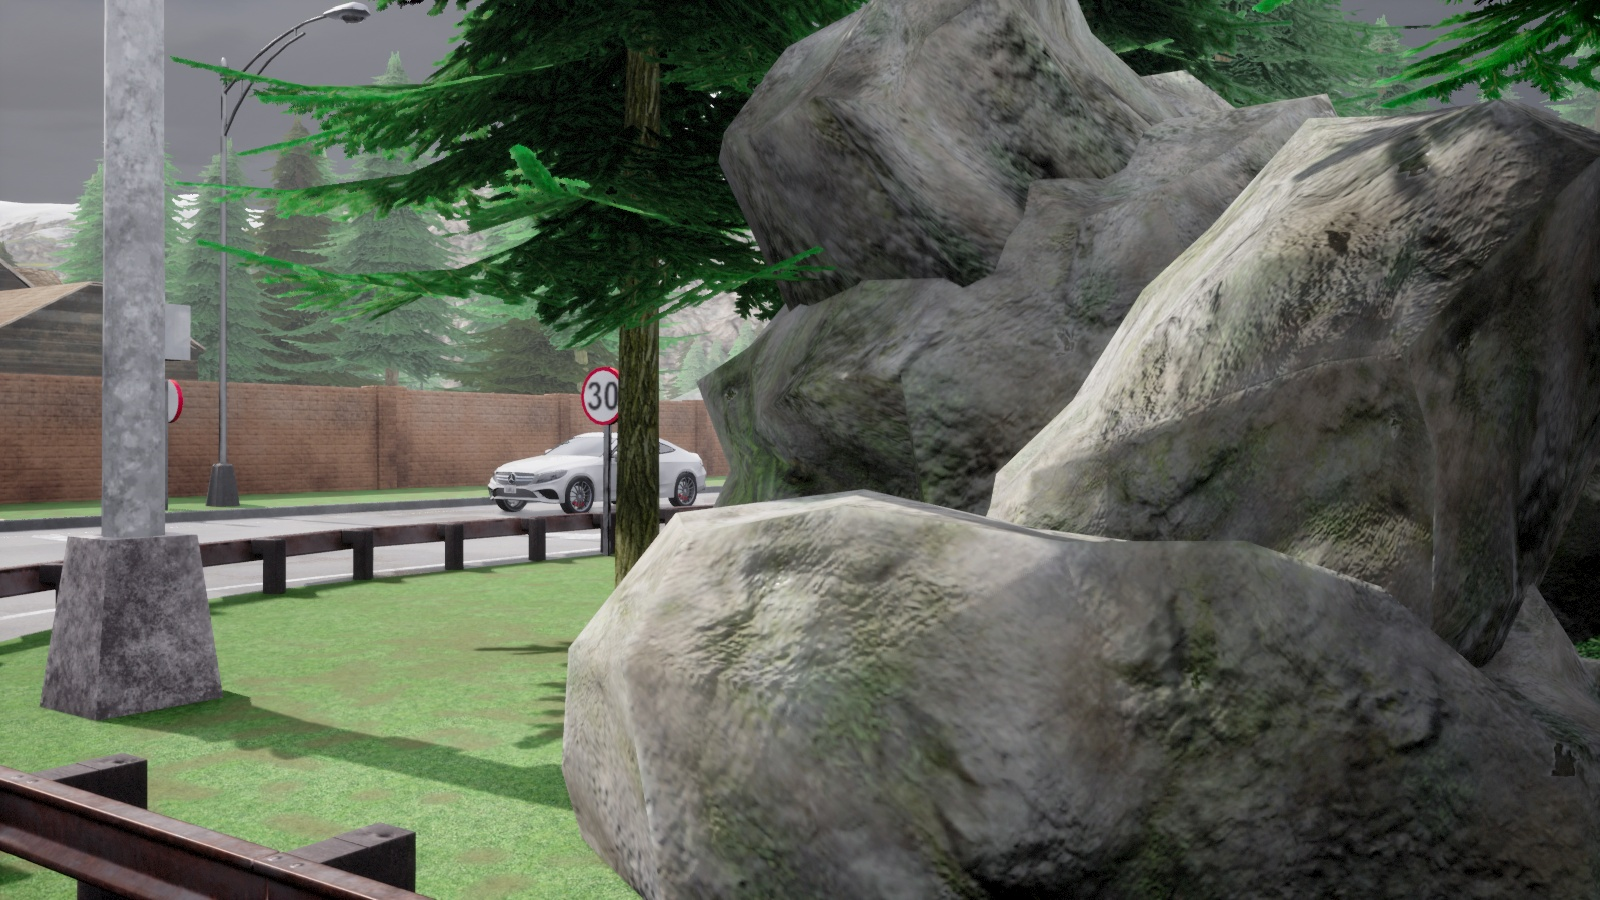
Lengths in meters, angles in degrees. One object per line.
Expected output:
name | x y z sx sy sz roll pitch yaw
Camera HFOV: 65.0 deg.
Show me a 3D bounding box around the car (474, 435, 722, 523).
car | -3.608 0.457 23.271 1.812 1.442 4.674 0 1 34
